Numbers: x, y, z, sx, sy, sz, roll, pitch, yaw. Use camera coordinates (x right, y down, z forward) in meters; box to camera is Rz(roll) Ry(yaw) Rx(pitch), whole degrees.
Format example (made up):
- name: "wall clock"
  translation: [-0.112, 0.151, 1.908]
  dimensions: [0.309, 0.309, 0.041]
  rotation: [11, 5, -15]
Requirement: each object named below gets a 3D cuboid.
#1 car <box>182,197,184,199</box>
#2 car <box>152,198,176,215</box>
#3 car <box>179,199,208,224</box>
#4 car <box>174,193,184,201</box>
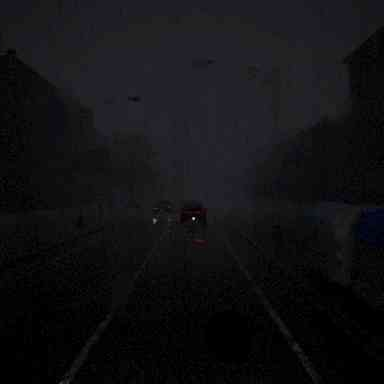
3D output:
- name: "car"
  translation: [0.108, 1.671, 42.393]
  dimensions: [2.033, 1.411, 5.357]
  rotation: [0, 0, 0]
- name: "car"
  translation: [-3.086, 1.597, 35.820]
  dimensions: [1.837, 1.490, 4.892]
  rotation: [0, 0, 0]
- name: "car"
  translation: [0.105, 1.546, 24.857]
  dimensions: [1.837, 1.490, 4.892]
  rotation: [0, 0, 0]
- name: "car"
  translation: [-2.985, 1.279, 76.607]
  dimensions: [2.150, 2.045, 5.566]
  rotation: [0, 0, 0]
